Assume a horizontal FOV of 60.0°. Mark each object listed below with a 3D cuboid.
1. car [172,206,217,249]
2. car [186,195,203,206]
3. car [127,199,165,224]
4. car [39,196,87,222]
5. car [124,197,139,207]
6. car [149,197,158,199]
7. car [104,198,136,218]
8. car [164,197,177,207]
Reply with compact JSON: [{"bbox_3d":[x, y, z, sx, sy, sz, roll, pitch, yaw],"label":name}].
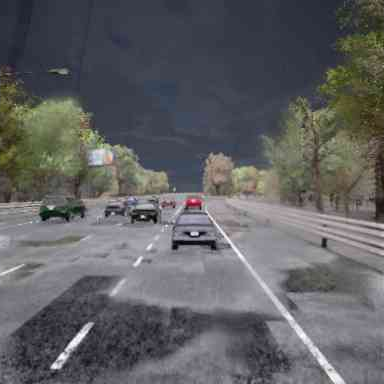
[{"bbox_3d":[0.089,1.592,14.821,2.033,1.411,5.357,0,0,0],"label":"car"},{"bbox_3d":[0.288,1.363,46.766,2.150,2.045,5.566,0,0,2],"label":"car"},{"bbox_3d":[-3.417,1.554,25.614,1.882,1.535,5.008,0,0,0],"label":"car"},{"bbox_3d":[-10.419,1.303,27.265,2.150,2.045,5.566,0,0,0],"label":"car"},{"bbox_3d":[-10.437,1.698,57.731,1.812,1.442,4.674,0,0,0],"label":"car"},{"bbox_3d":[-6.940,1.685,59.994,1.837,1.490,4.892,0,0,0],"label":"car"},{"bbox_3d":[-6.922,1.600,31.567,1.837,1.490,4.892,0,0,0],"label":"car"},{"bbox_3d":[-3.434,1.502,50.098,2.097,1.767,4.553,0,0,0],"label":"car"}]
